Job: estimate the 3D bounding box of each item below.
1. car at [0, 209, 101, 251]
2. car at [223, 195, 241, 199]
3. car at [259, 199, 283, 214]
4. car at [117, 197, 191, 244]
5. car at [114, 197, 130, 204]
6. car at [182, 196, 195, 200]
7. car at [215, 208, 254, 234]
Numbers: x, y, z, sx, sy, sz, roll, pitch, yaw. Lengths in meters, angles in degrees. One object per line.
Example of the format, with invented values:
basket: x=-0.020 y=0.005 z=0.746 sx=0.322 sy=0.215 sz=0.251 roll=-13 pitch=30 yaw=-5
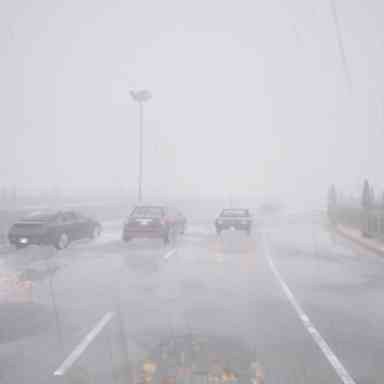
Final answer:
car: x=-5.546 y=1.465 z=14.087 sx=1.837 sy=1.490 sz=4.892 roll=0 pitch=0 yaw=9
car: x=7.402 y=1.321 z=61.103 sx=2.097 sy=1.767 sz=4.553 roll=0 pitch=0 yaw=38
car: x=8.556 y=1.523 z=36.053 sx=1.812 sy=1.442 sz=4.674 roll=0 pitch=0 yaw=25
car: x=-1.629 y=1.328 z=16.075 sx=2.097 sy=1.767 sz=4.553 roll=0 pitch=0 yaw=10
car: x=-9.262 y=1.473 z=47.712 sx=1.994 sy=1.385 sz=4.181 roll=0 pitch=0 yaw=28
car: x=-1.060 y=1.444 z=55.111 sx=1.837 sy=1.490 sz=4.892 roll=0 pitch=0 yaw=33
car: x=2.594 y=1.593 z=19.329 sx=1.895 sy=1.301 sz=4.718 roll=0 pitch=0 yaw=13
